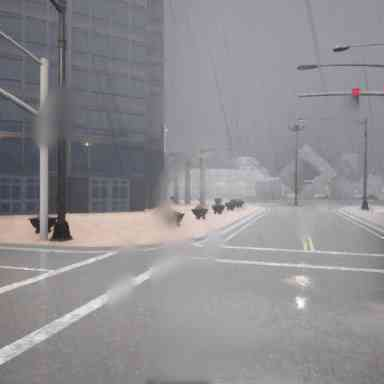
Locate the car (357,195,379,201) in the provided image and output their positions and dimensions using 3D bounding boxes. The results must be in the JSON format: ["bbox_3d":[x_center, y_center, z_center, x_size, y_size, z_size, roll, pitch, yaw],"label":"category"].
[{"bbox_3d":[43.934,1.412,82.948,2.128,1.511,4.902,0,0,-27],"label":"car"}]
